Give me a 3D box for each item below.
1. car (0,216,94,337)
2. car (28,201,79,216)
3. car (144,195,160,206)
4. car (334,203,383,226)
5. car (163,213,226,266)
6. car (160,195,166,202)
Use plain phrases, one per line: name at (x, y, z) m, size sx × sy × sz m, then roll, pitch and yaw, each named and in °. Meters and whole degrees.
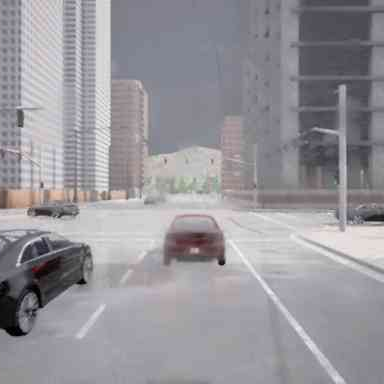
car at (-3.446, 1.493, 6.639) m, size 2.128 × 1.511 × 4.902 m, roll 0°, pitch 0°, yaw 0°
car at (-11.886, 1.498, 28.424) m, size 4.902 × 1.511 × 2.128 m, roll 0°, pitch 0°, yaw 27°
car at (-7.086, 1.519, 57.003) m, size 1.837 × 1.490 × 4.892 m, roll 0°, pitch 0°, yaw 1°
car at (12.369, 1.498, 22.825) m, size 4.902 × 1.511 × 2.128 m, roll 0°, pitch 0°, yaw 0°
car at (0.069, 1.481, 11.644) m, size 1.882 × 1.535 × 5.008 m, roll 0°, pitch 0°, yaw 0°
car at (-6.790, 1.373, 72.586) m, size 2.097 × 1.767 × 4.553 m, roll 0°, pitch 0°, yaw 1°
